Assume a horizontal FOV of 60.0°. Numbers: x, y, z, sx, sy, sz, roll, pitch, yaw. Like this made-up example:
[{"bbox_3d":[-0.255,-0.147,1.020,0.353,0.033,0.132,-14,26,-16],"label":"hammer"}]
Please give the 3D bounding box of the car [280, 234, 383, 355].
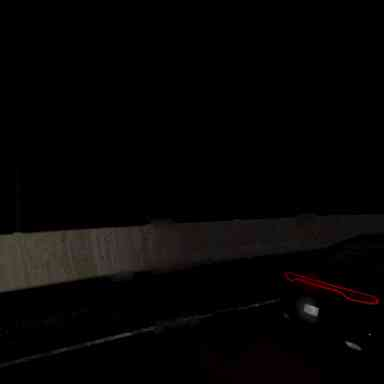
[{"bbox_3d":[3.832,1.477,5.812,5.008,1.535,1.882,0,0,-28],"label":"car"}]
